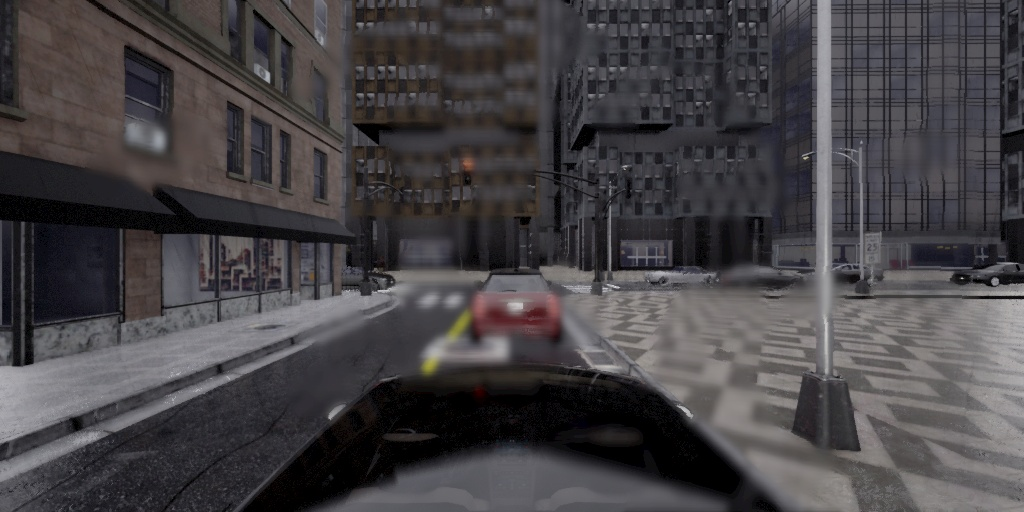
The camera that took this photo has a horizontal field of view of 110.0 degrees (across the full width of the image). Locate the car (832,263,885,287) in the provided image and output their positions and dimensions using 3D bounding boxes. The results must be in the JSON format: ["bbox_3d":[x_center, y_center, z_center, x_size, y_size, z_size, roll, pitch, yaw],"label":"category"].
[{"bbox_3d":[21.388,1.209,23.532,4.902,1.511,2.128,0,0,1],"label":"car"}]

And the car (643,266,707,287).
[{"bbox_3d":[11.195,1.333,23.647,4.718,1.301,1.895,0,0,1],"label":"car"}]

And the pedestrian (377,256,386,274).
[{"bbox_3d":[-9.838,0.903,26.913,0.375,1.860,0.375,0,0,1],"label":"pedestrian"}]

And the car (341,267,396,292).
[{"bbox_3d":[-8.921,1.323,20.665,4.181,1.385,1.994,0,0,1],"label":"car"}]

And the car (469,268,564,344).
[{"bbox_3d":[0.069,1.102,9.731,2.097,1.767,4.553,0,0,-1],"label":"car"}]

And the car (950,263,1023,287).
[{"bbox_3d":[31.807,1.209,23.409,4.892,1.490,1.837,0,0,1],"label":"car"}]

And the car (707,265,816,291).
[{"bbox_3d":[14.082,1.253,20.414,4.674,1.442,1.812,0,0,1],"label":"car"}]
